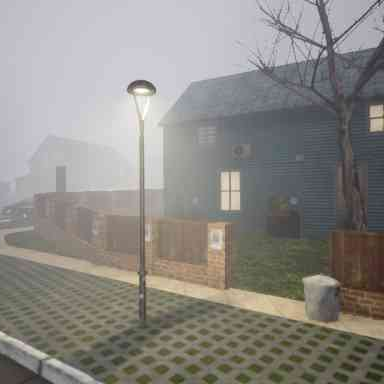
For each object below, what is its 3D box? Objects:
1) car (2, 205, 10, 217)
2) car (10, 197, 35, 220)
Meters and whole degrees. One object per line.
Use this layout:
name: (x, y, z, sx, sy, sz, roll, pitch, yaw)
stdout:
car: (-11.088, 1.039, 23.659, 1.994, 1.385, 4.181, -1, 1, 30)
car: (-8.836, 1.056, 21.676, 1.895, 1.301, 4.718, -1, 1, 30)
